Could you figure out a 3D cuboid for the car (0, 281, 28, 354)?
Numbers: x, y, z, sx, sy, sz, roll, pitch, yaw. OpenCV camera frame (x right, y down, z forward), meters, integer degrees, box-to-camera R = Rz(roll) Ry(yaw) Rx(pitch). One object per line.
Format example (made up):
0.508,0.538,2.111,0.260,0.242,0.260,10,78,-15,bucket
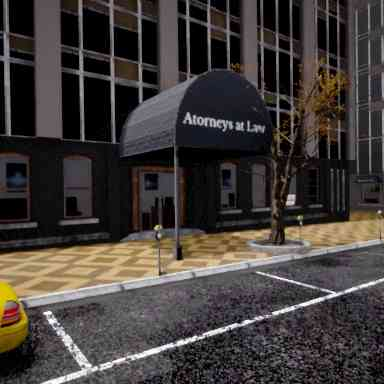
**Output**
-4.428,1.526,3.438,4.829,1.417,1.752,0,-1,-35,car
